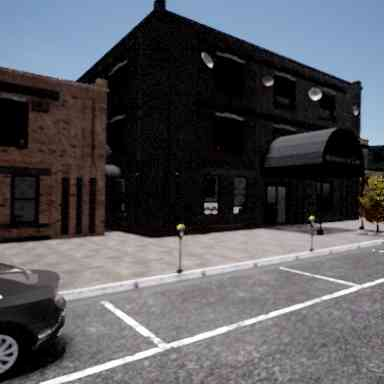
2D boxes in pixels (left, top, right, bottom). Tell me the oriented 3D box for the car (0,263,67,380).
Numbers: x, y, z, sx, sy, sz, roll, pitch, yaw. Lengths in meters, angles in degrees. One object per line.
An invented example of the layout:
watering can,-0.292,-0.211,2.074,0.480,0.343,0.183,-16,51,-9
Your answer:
car,-3.790,1.546,3.842,4.403,1.369,2.008,0,1,-35
